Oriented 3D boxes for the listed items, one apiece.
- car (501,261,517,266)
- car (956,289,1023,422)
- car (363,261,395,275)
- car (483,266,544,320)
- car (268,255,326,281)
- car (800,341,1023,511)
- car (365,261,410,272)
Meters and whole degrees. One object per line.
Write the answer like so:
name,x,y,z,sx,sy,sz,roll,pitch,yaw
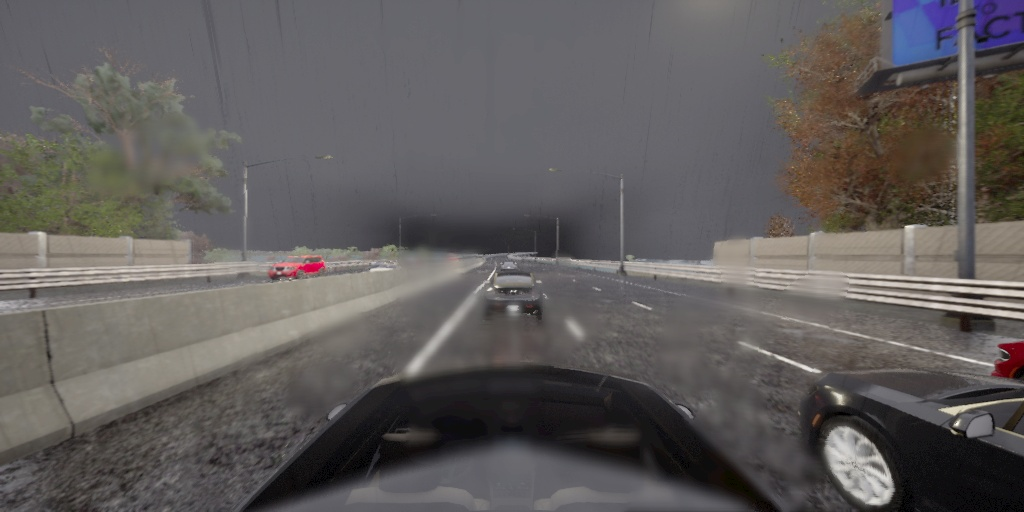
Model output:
car,-0.402,1.294,43.278,1.994,1.385,4.181,0,0,-1
car,7.093,1.226,2.459,1.882,1.535,5.008,0,0,0
car,-14.505,1.301,39.274,1.994,1.385,4.181,0,0,-1
car,0.057,1.253,12.557,1.837,1.490,4.892,0,0,0
car,-17.838,0.967,30.160,2.150,2.045,5.566,0,0,-1
car,3.594,1.254,1.328,1.837,1.490,4.892,0,0,0
car,-10.864,1.342,31.639,1.895,1.301,4.718,0,0,-1
